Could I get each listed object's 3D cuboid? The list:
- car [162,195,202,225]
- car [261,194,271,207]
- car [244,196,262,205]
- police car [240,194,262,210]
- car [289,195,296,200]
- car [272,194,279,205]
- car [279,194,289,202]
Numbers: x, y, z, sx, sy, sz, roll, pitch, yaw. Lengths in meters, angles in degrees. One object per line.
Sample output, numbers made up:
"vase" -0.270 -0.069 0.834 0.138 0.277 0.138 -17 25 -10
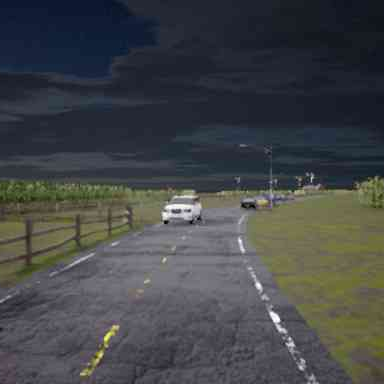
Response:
"car" -0.605 1.271 25.047 2.150 2.045 5.566 0 0 10
"car" 10.940 1.512 52.938 1.801 1.575 5.366 0 0 22
"car" 11.823 1.596 63.876 2.033 1.411 5.357 0 0 26
"police car" 7.608 1.486 43.586 1.930 1.638 5.238 0 0 18
"car" 25.494 1.453 86.070 1.994 1.385 4.181 0 0 26
"car" 13.162 1.277 58.240 2.150 2.045 5.566 0 0 24
"car" 19.581 1.247 73.727 2.097 1.767 4.553 0 0 26
